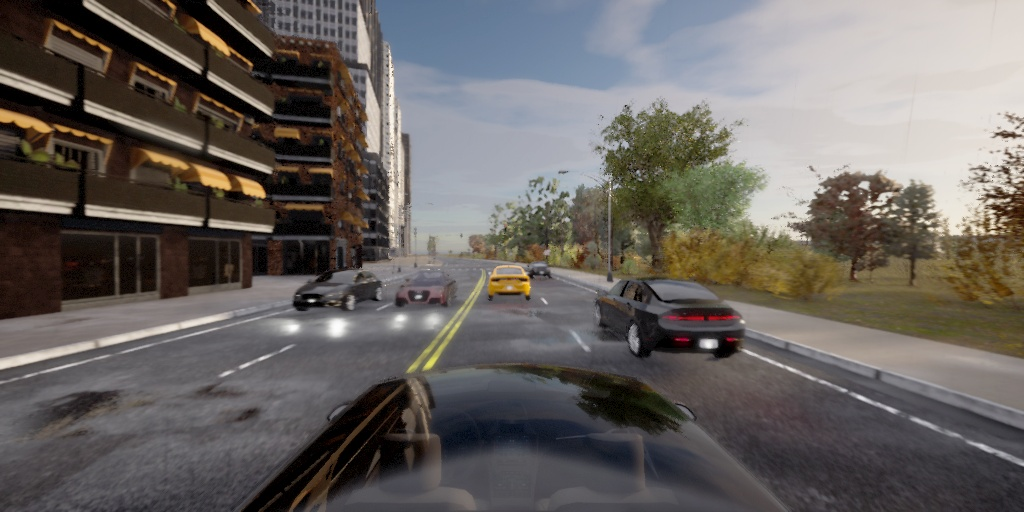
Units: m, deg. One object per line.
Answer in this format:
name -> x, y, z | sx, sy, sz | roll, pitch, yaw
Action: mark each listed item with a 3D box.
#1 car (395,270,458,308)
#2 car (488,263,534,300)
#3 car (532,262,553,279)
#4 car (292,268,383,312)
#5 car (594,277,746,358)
car -> -3.455, 1.312, 15.148 | 1.994, 1.385, 4.181 | 0, 0, -1
car -> -0.178, 1.213, 17.761 | 1.882, 1.535, 5.008 | 0, 0, -2
car -> 2.374, 1.234, 32.356 | 1.812, 1.442, 4.674 | 0, 0, -3
car -> -6.696, 1.265, 14.351 | 1.837, 1.490, 4.892 | 0, -1, -1
car -> 3.285, 1.240, 8.466 | 1.837, 1.490, 4.892 | 0, 0, -1
